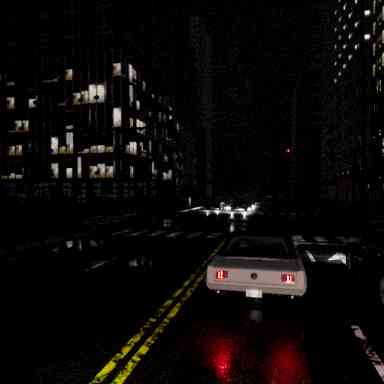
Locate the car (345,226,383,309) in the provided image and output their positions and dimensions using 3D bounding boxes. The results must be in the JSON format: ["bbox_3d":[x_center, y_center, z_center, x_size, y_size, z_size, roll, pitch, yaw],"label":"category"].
[{"bbox_3d":[4.825,1.501,7.437,1.837,1.490,4.892,0,0,13],"label":"car"}]

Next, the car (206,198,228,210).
[{"bbox_3d":[3.091,1.524,43.168,2.033,1.411,5.357,0,0,13],"label":"car"}]

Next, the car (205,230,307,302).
[{"bbox_3d":[1.695,1.597,8.337,1.895,1.301,4.718,0,0,14],"label":"car"}]

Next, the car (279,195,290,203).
[{"bbox_3d":[19.426,1.474,69.647,2.033,1.411,5.357,0,0,13],"label":"car"}]

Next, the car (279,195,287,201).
[{"bbox_3d":[21.812,1.355,79.818,1.895,1.301,4.718,0,0,13],"label":"car"}]

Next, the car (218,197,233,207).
[{"bbox_3d":[5.413,1.567,53.037,1.895,1.301,4.718,0,0,13],"label":"car"}]

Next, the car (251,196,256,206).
[{"bbox_3d":[7.975,1.460,49.731,2.128,1.511,4.902,0,0,13],"label":"car"}]

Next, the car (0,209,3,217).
[{"bbox_3d":[-17.347,1.435,26.651,4.313,1.339,1.947,1,1,14],"label":"car"}]

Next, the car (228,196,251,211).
[{"bbox_3d":[5.862,1.503,40.728,1.812,1.442,4.674,0,0,13],"label":"car"}]

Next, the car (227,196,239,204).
[{"bbox_3d":[7.837,1.460,63.167,1.837,1.490,4.892,0,0,14],"label":"car"}]

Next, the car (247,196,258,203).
[{"bbox_3d":[12.769,1.485,69.735,2.033,1.411,5.357,0,0,13],"label":"car"}]

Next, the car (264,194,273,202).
[{"bbox_3d":[16.364,1.530,70.826,1.895,1.301,4.718,0,0,13],"label":"car"}]

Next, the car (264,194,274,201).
[{"bbox_3d":[18.641,1.286,80.532,2.128,1.511,4.902,0,0,13],"label":"car"}]
